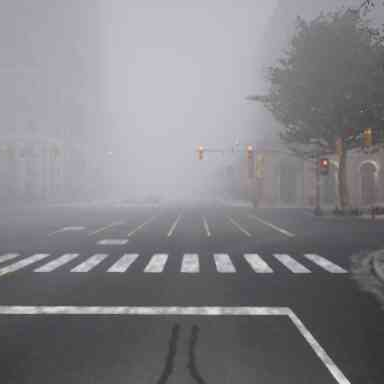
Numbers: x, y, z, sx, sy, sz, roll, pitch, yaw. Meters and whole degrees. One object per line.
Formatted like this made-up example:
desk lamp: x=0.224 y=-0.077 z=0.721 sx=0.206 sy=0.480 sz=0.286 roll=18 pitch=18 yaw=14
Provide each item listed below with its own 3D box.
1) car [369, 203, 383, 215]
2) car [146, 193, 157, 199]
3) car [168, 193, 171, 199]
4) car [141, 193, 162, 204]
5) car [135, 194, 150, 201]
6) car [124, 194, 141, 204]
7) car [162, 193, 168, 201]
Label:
car: x=18.583 y=1.320 z=30.113 sx=4.674 sy=1.442 sz=1.812 roll=0 pitch=0 yaw=1
car: x=-9.686 y=0.982 z=80.045 sx=1.812 sy=1.442 sz=4.674 roll=0 pitch=0 yaw=1
car: x=-6.189 y=0.982 z=79.846 sx=1.812 sy=1.442 sz=4.674 roll=0 pitch=0 yaw=1
car: x=-6.610 y=0.979 z=55.089 sx=2.097 sy=1.767 sz=4.553 roll=0 pitch=0 yaw=1
car: x=-9.922 y=1.092 z=67.226 sx=2.033 sy=1.411 sz=5.357 roll=0 pitch=0 yaw=1
car: x=-10.093 y=1.223 z=55.783 sx=1.895 sy=1.301 sz=4.718 roll=0 pitch=0 yaw=1
car: x=-6.490 y=1.049 z=64.998 sx=2.128 sy=1.511 sz=4.902 roll=0 pitch=1 yaw=2
